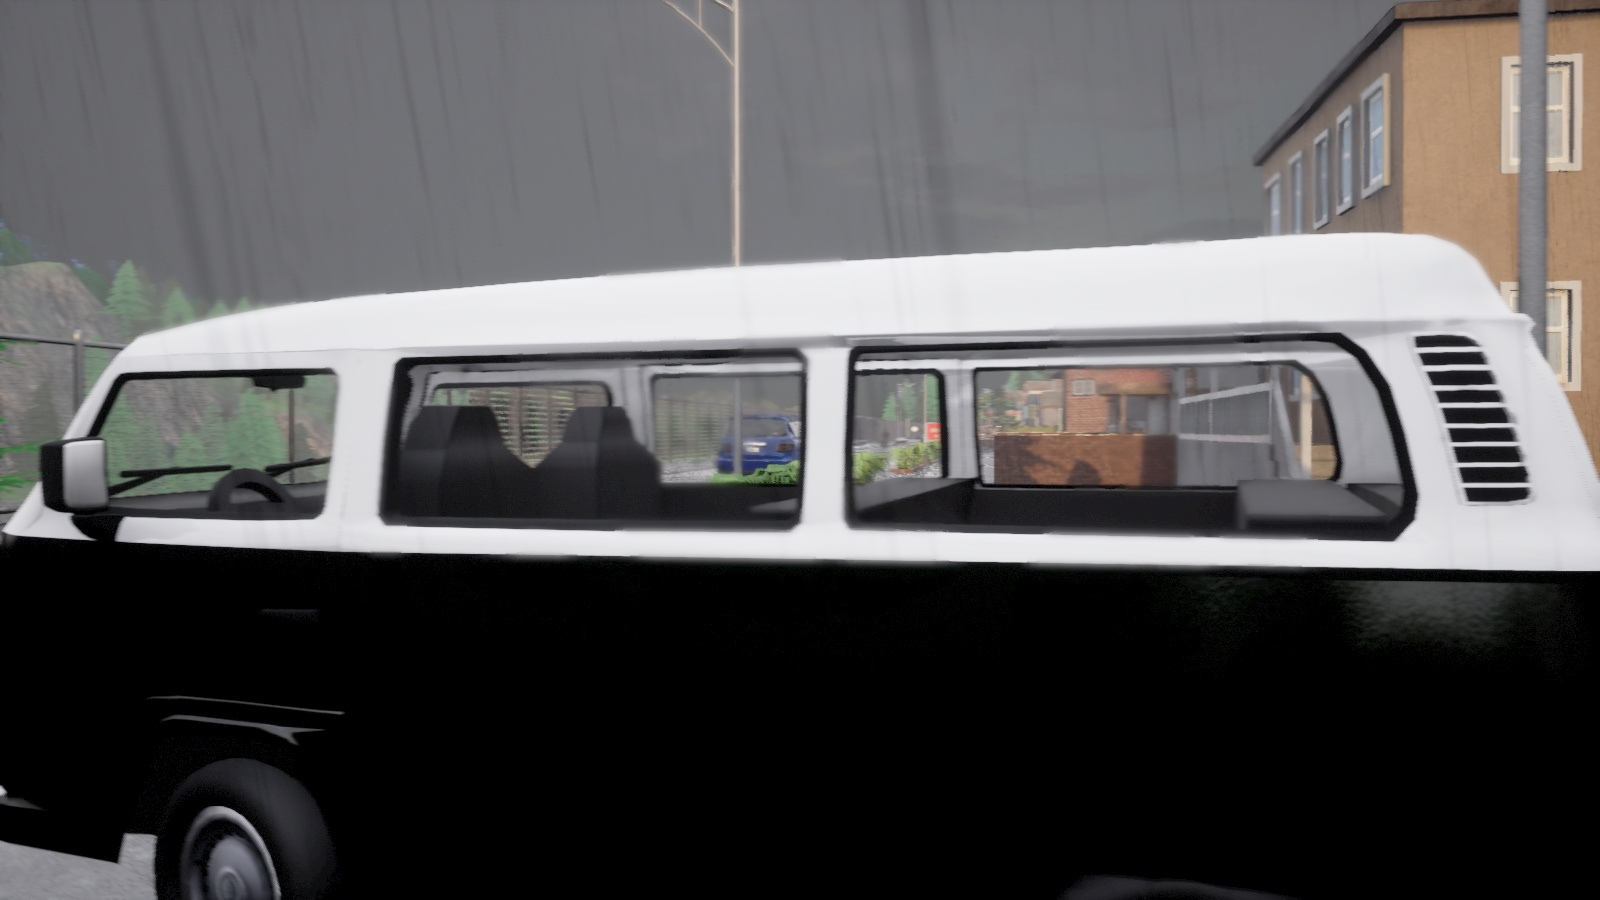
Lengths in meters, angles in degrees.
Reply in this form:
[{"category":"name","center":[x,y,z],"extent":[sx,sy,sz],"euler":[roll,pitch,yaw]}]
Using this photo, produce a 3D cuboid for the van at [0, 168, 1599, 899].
[{"category":"van","center":[-0.274,0.494,3.824],"extent":[4.480,2.038,2.069],"euler":[1,2,19]}]
